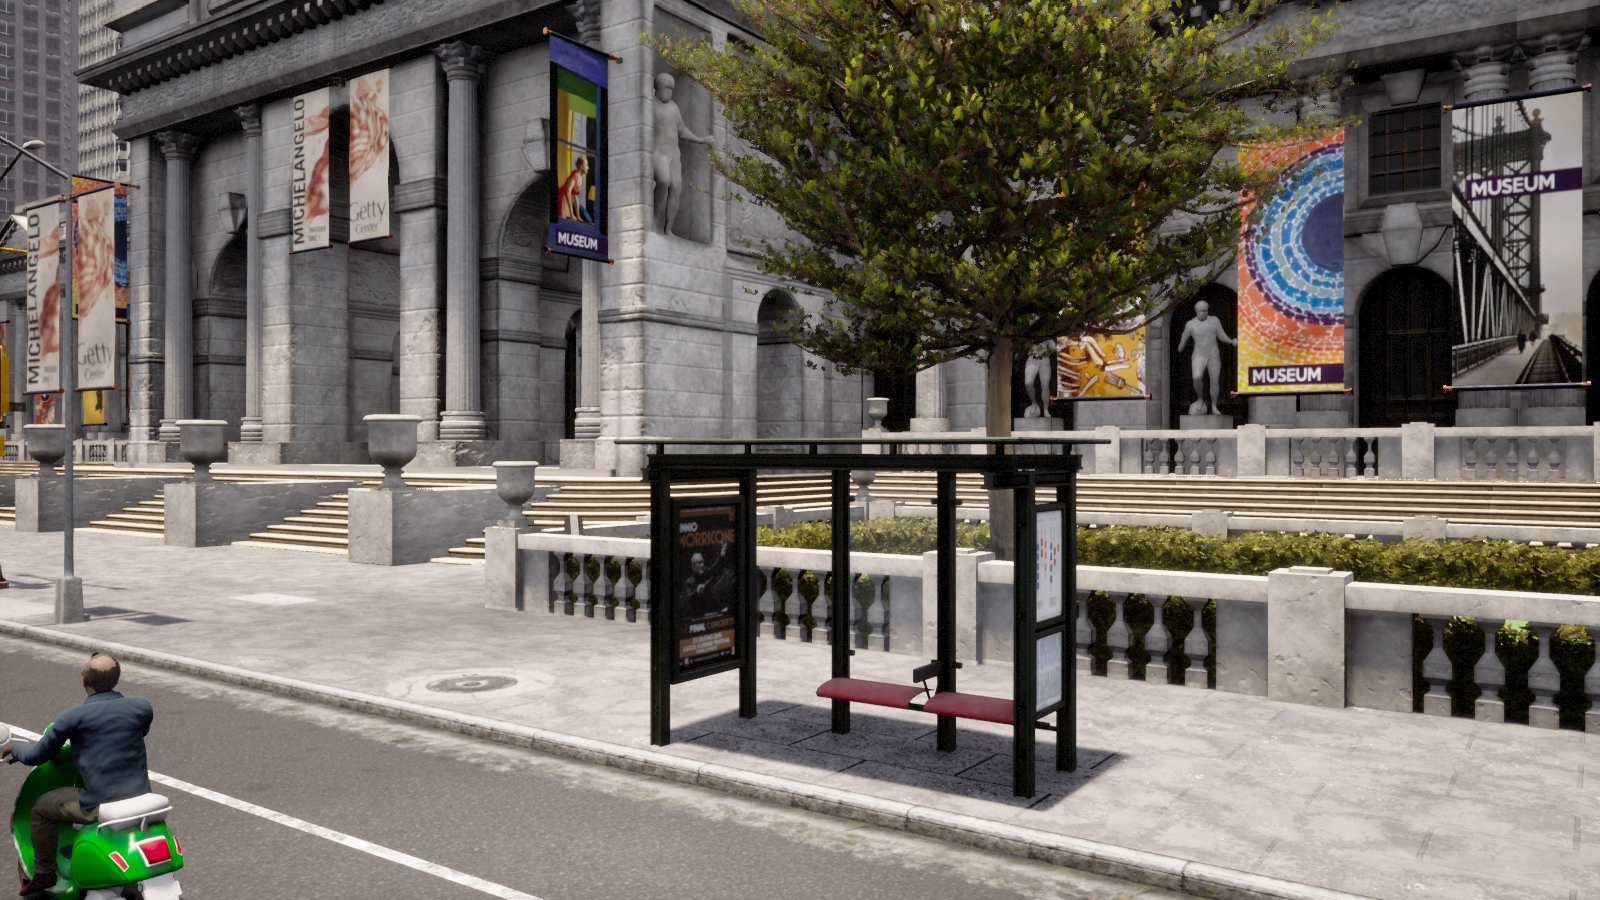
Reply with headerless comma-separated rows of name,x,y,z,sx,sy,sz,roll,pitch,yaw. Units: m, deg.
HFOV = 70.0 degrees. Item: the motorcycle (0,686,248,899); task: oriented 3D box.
motorcycle,-4.138,2.179,6.693,1.805,1.236,0.856,0,0,35
